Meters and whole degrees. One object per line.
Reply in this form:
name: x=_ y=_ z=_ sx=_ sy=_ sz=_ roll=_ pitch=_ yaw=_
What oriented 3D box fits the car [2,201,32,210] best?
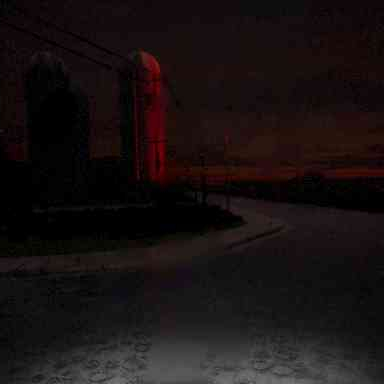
car: x=-21.724 y=1.897 z=41.500 sx=2.242 sy=1.667 sz=4.611 roll=-2 pitch=1 yaw=-4
